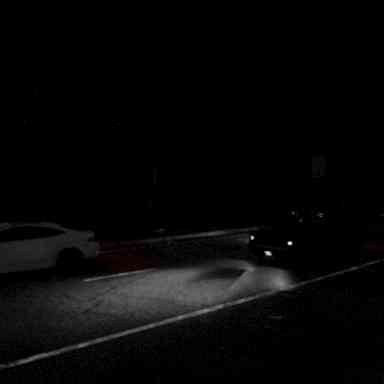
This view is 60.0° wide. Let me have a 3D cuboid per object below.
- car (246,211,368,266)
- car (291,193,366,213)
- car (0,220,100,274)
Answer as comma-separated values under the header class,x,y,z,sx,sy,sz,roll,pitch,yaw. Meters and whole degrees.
class,x,y,z,sx,sy,sz,roll,pitch,yaw
car,4.067,1.539,11.484,4.718,1.301,1.895,-1,0,-38
car,7.888,1.105,19.004,5.566,2.045,2.150,0,0,-39
car,-4.896,1.525,9.077,4.674,1.442,1.812,0,0,-35
